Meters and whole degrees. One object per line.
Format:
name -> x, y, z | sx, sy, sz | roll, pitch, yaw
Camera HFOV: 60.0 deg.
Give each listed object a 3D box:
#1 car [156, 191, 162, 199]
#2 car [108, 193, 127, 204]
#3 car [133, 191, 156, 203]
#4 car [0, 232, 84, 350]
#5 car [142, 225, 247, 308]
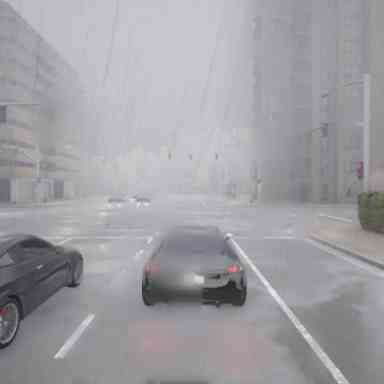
car -> -7.135, 0.603, 66.155 | 1.837, 1.490, 4.892 | 0, 1, 0
car -> -10.674, 0.890, 48.217 | 2.033, 1.411, 5.357 | 0, 1, 0
car -> -7.169, 0.856, 50.748 | 2.033, 1.411, 5.357 | 0, 1, 0
car -> -3.460, 1.443, 5.951 | 1.812, 1.442, 4.674 | 0, 1, 0
car -> 0.050, 1.457, 7.753 | 1.994, 1.385, 4.181 | 0, 1, 0
